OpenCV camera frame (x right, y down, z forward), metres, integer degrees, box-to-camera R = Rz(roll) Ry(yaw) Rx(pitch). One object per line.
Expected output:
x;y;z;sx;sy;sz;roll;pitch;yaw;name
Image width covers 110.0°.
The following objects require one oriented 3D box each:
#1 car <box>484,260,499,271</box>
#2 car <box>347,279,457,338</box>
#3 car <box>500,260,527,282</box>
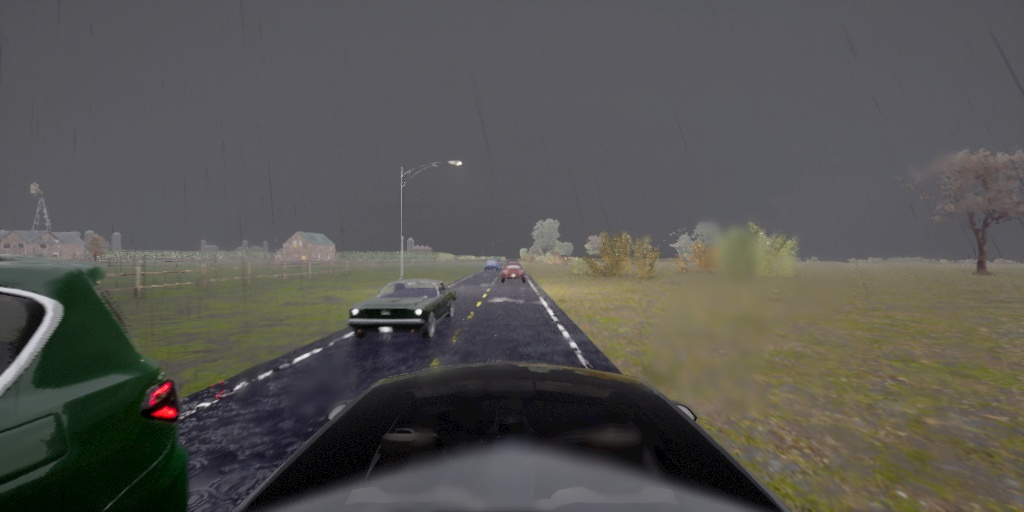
-2.835;1.289;50.349;1.882;1.535;5.008;0;0;0;car
-2.840;1.352;10.298;1.895;1.301;4.718;0;0;0;car
0.104;1.282;29.066;1.812;1.442;4.674;0;0;0;car
